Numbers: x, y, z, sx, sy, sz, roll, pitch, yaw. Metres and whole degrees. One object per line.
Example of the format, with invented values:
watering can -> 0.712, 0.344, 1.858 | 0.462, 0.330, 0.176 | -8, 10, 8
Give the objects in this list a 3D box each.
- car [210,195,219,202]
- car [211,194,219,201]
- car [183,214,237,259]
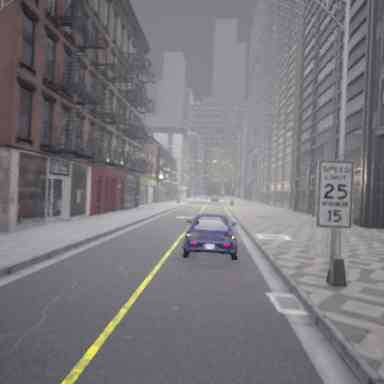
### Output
car -> 5.667, 1.824, 83.818 | 1.994, 1.385, 4.181 | 2, 0, 4
car -> 6.376, 1.503, 93.805 | 2.097, 1.767, 4.553 | 2, 0, 4
car -> 0.730, 1.552, 12.732 | 1.812, 1.442, 4.674 | 2, 0, 4
